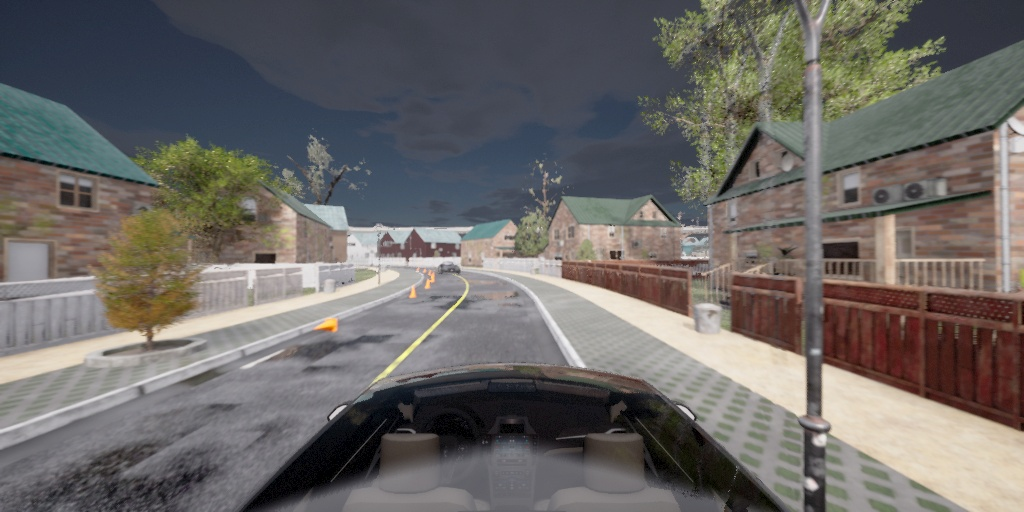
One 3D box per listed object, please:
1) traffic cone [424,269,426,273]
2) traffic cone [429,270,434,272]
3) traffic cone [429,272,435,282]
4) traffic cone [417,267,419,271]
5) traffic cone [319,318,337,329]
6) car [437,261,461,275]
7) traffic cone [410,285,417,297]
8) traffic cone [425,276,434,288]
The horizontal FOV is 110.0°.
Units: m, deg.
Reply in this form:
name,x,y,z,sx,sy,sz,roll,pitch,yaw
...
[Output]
name,x,y,z,sx,sy,sz,roll,pitch,yaw
traffic cone,-9.967,1.647,41.046,0.340,0.580,0.340,0,0,-22
traffic cone,-6.992,1.664,31.842,0.340,0.580,0.340,0,0,-14
traffic cone,-5.959,1.674,27.114,0.340,0.580,0.340,0,0,-11
traffic cone,-11.896,1.641,45.484,0.340,0.580,0.340,0,0,-25
traffic cone,-4.821,1.547,9.602,0.340,0.580,0.340,0,0,15
car,-6.716,1.254,38.116,1.994,1.385,4.181,0,0,-19
traffic cone,-4.819,1.698,17.509,0.340,0.580,0.340,0,0,-3
traffic cone,-5.234,1.685,22.330,0.340,0.580,0.340,0,0,-7
